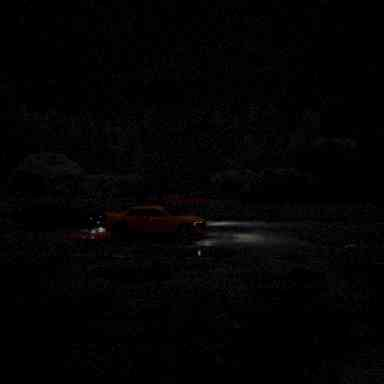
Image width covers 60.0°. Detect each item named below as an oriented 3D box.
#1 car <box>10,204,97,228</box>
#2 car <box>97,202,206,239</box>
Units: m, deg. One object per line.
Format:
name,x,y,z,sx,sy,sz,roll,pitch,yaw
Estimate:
car,-8.444,1.467,20.833,5.357,1.411,2.033,0,0,7
car,-1.821,1.431,16.545,5.008,1.535,1.882,0,0,7
